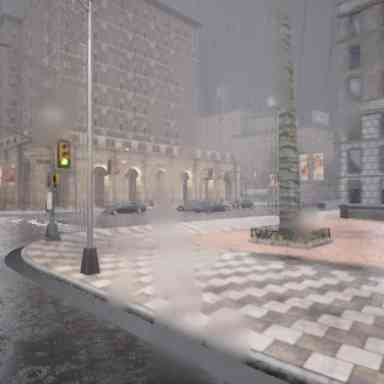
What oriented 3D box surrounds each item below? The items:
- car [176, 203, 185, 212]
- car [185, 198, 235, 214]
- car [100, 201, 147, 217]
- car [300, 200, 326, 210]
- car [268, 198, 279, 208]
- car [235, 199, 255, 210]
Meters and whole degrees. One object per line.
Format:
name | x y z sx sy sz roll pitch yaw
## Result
car | 0.040 1.785 41.085 4.181 1.385 1.994 0 0 -44
car | 2.148 1.754 37.967 5.357 1.411 2.033 0 0 -44
car | -6.995 1.670 34.159 4.902 1.511 2.128 0 0 -43
car | 17.403 1.822 48.136 2.033 1.411 5.357 0 0 45
car | 14.553 1.802 55.405 4.902 1.511 2.128 0 0 -45
car | 7.148 1.770 48.089 4.892 1.490 1.837 0 0 -45
